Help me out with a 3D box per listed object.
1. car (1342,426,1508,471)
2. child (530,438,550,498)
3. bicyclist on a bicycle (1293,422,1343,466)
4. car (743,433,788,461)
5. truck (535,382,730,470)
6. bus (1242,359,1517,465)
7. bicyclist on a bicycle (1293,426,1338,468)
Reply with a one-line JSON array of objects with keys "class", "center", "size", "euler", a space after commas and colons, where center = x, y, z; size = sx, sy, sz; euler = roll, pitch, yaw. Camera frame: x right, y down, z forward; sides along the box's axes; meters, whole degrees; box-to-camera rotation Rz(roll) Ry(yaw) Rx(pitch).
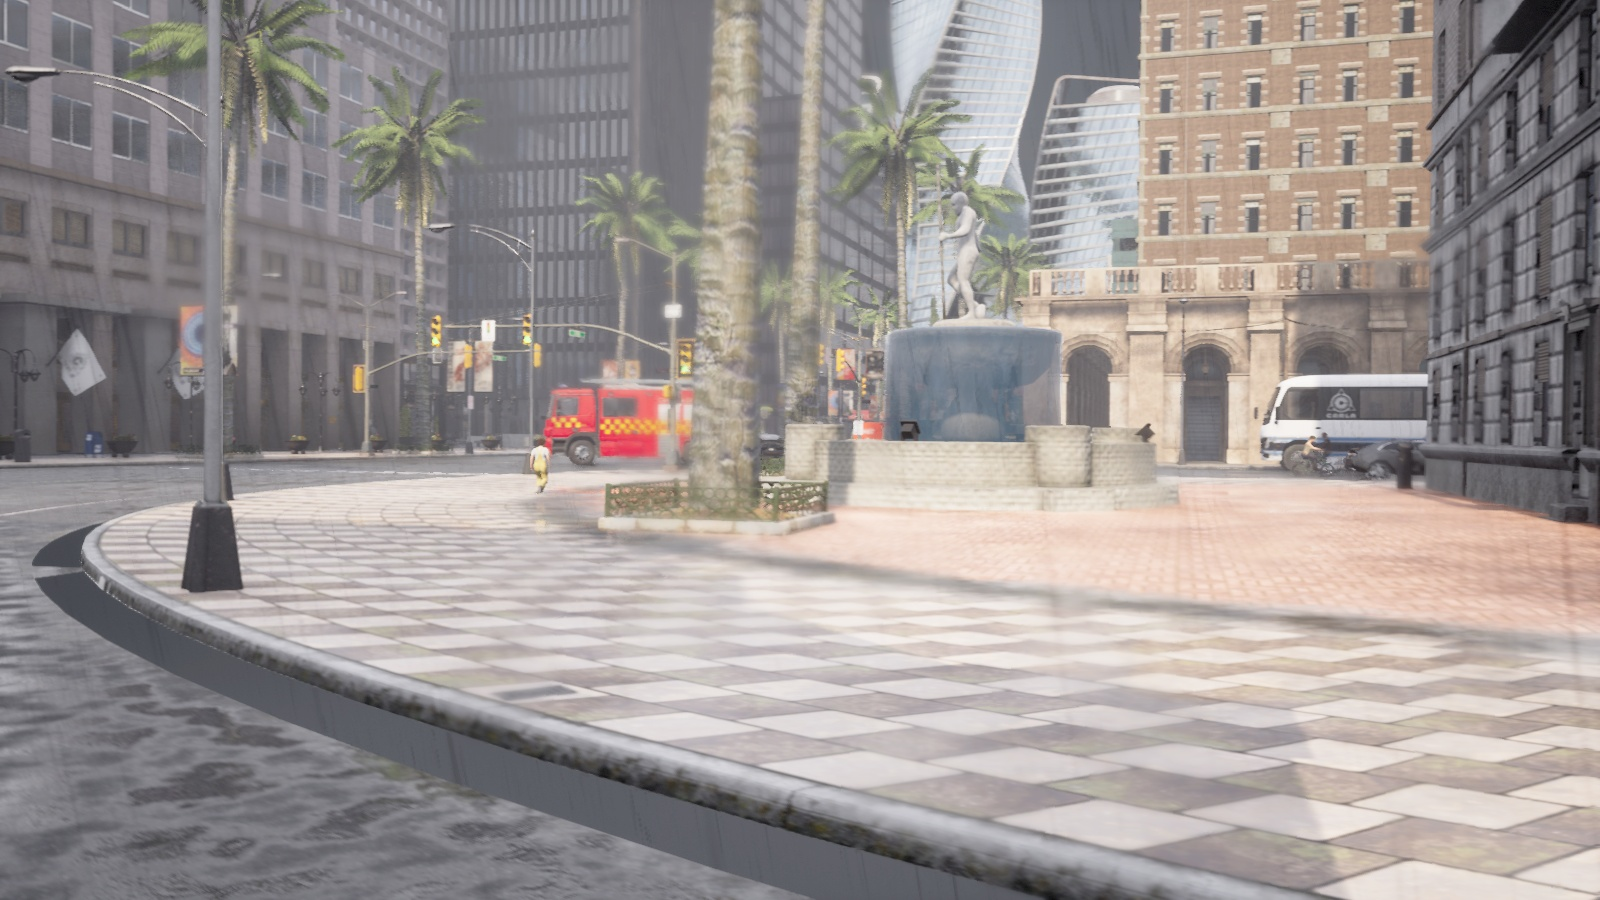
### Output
[{"class": "car", "center": [21.613, -0.055, 43.675], "size": [4.902, 1.511, 2.128], "euler": [0, 1, 17]}, {"class": "child", "center": [-5.547, 0.373, 26.772], "size": [0.270, 1.263, 0.437], "euler": [0, 1, 9]}, {"class": "bicyclist on a bicycle", "center": [21.091, -0.232, 51.165], "size": [1.843, 1.776, 0.659], "euler": [0, 1, 17]}, {"class": "car", "center": [-2.011, -0.188, 71.408], "size": [1.882, 1.535, 5.008], "euler": [-1, 1, -9]}, {"class": "truck", "center": [-7.573, -1.096, 56.744], "size": [8.468, 3.827, 2.891], "euler": [-1, 1, -9]}, {"class": "bus", "center": [24.442, -1.541, 53.767], "size": [10.273, 4.253, 3.944], "euler": [0, 1, 17]}, {"class": "bicyclist on a bicycle", "center": [19.665, -0.113, 47.949], "size": [1.509, 1.612, 0.866], "euler": [0, 1, 18]}]
